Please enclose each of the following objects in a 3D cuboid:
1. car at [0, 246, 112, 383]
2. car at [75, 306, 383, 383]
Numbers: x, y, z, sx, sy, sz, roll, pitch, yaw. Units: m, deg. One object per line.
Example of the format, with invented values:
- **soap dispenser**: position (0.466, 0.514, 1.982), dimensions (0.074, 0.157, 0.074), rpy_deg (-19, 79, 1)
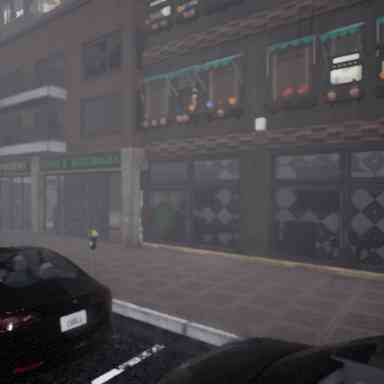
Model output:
- **car**: position (-3.060, 1.500, 5.068), dimensions (4.313, 1.339, 1.947), rpy_deg (1, 0, 36)
- **car**: position (1.547, 1.570, 1.776), dimensions (4.313, 1.339, 1.947), rpy_deg (1, 0, 36)
